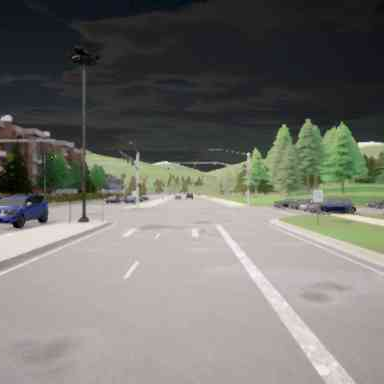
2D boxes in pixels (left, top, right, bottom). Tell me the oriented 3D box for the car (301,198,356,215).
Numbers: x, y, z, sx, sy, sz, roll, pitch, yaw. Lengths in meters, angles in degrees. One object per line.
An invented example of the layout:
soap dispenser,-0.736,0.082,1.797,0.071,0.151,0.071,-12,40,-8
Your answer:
car,13.822,1.360,33.354,4.553,1.767,2.097,0,0,0

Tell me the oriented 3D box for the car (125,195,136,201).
car,-15.474,1.498,84.078,1.882,1.535,5.008,0,0,-1

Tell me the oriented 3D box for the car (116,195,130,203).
car,-15.318,1.543,73.822,2.128,1.511,4.902,0,0,-1

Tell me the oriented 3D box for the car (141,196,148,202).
car,-11.825,1.558,74.287,2.033,1.411,5.357,0,0,-1

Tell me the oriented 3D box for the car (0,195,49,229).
car,-11.597,1.225,22.286,2.150,2.045,5.566,0,0,0

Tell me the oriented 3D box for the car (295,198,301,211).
car,14.337,1.611,36.857,4.718,1.301,1.895,0,0,0

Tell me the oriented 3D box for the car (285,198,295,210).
car,14.299,1.502,40.356,4.902,1.511,2.128,0,0,0

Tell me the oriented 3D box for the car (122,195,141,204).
car,-11.678,1.493,64.584,1.882,1.535,5.008,0,0,-1

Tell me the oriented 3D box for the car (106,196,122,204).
car,-15.174,1.493,64.346,1.882,1.535,5.008,0,0,-1

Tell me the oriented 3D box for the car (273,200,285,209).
car,13.218,1.503,43.968,4.902,1.511,2.128,0,0,3

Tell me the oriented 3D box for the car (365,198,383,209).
car,25.476,1.503,43.925,4.902,1.511,2.128,0,0,0
